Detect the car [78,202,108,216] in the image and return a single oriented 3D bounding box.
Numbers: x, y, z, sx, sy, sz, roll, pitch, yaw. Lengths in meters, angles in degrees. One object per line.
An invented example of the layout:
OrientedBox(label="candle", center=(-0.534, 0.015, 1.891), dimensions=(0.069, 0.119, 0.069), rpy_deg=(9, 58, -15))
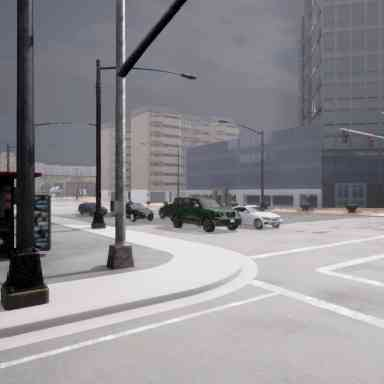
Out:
OrientedBox(label="car", center=(-11.361, 1.939, 37.918), dimensions=(2.033, 1.411, 5.357), rpy_deg=(0, -1, -36))

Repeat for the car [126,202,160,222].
OrientedBox(label="car", center=(-5.114, 1.741, 29.302), dimensions=(1.837, 1.490, 4.892), rpy_deg=(0, -1, -36))

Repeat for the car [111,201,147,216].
OrientedBox(label="car", center=(-7.299, 1.852, 38.280), dimensions=(2.128, 1.511, 4.902), rpy_deg=(0, -1, -36))

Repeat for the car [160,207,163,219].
OrientedBox(label="car", center=(-1.340, 1.740, 30.122), dimensions=(1.812, 1.442, 4.674), rpy_deg=(0, -1, -36))

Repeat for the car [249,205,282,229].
OrientedBox(label="car", center=(3.961, 1.635, 22.735), dimensions=(1.812, 1.442, 4.674), rpy_deg=(0, -1, -35))

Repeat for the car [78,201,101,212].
OrientedBox(label="car", center=(-15.178, 2.123, 49.246), dimensions=(1.994, 1.385, 4.181), rpy_deg=(0, -1, -36))

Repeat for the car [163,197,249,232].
OrientedBox(label="car", center=(0.693, 1.335, 21.304), dimensions=(2.150, 2.045, 5.566), rpy_deg=(0, -1, -36))
